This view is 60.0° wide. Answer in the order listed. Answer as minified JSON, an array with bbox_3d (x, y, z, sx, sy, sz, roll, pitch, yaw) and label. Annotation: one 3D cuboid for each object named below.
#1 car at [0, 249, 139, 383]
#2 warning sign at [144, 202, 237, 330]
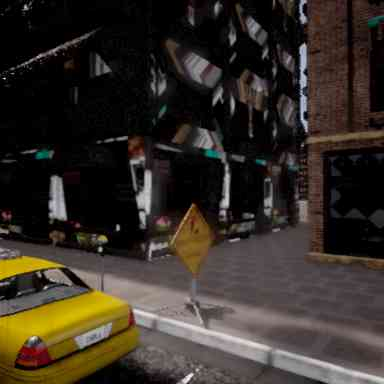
[{"bbox_3d":[-2.952,1.549,4.971,4.829,1.417,1.752,0,0,35],"label":"car"},{"bbox_3d":[0.006,1.128,5.784,1.060,1.860,1.300,0,0,35],"label":"warning sign"}]
